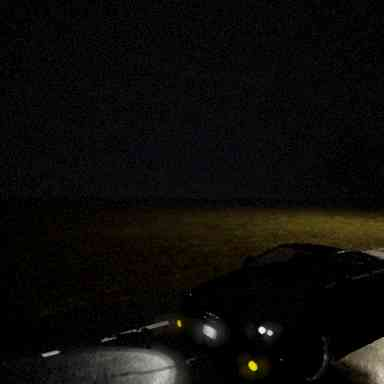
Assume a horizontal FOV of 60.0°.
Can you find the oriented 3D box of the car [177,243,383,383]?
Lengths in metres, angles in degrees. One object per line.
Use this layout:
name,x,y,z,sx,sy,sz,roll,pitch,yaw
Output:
car,1.838,1.567,5.331,4.181,1.385,1.994,0,0,-36
